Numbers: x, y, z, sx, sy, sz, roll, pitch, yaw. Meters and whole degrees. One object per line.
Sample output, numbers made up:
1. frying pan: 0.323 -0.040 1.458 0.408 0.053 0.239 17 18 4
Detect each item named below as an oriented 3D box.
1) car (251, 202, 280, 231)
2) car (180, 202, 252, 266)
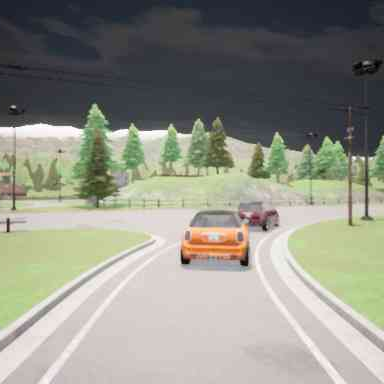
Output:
1. car: 4.144 1.384 21.170 2.097 1.767 4.553 0 0 26
2. car: 0.944 1.371 11.835 2.097 1.767 4.553 0 0 9
